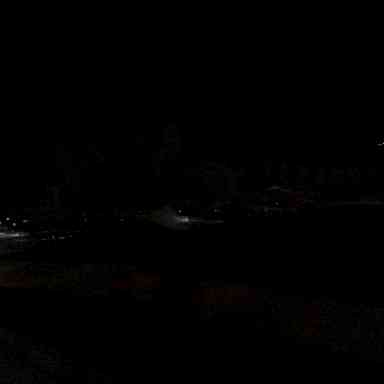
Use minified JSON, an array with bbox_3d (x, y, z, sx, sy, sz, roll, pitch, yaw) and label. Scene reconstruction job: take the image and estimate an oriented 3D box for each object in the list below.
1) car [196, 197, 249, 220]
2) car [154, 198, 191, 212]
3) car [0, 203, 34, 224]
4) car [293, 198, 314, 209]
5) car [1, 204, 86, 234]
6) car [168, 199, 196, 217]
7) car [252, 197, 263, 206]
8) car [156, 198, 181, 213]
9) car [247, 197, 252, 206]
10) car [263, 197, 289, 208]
[{"bbox_3d":[2.734,1.477,28.925,1.882,1.535,5.008,0,0,36],"label":"car"},{"bbox_3d":[-2.259,1.504,39.902,1.837,1.490,4.892,0,0,36],"label":"car"},{"bbox_3d":[-10.342,1.547,22.855,2.033,1.411,5.357,0,0,36],"label":"car"},{"bbox_3d":[15.621,1.525,46.528,1.812,1.442,4.674,0,0,37],"label":"car"},{"bbox_3d":[-8.410,1.564,19.562,1.994,1.385,4.181,0,0,36],"label":"car"},{"bbox_3d":[0.073,1.564,31.216,1.994,1.385,4.181,0,0,36],"label":"car"},{"bbox_3d":[11.805,1.526,53.129,1.812,1.442,4.674,0,0,36],"label":"car"},{"bbox_3d":[-1.098,1.491,35.553,2.128,1.511,4.902,0,0,36],"label":"car"},{"bbox_3d":[9.513,1.580,55.910,1.994,1.385,4.181,0,0,36],"label":"car"},{"bbox_3d":[12.603,1.506,48.334,1.837,1.490,4.892,0,0,37],"label":"car"}]
